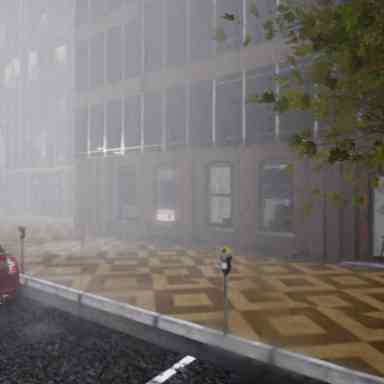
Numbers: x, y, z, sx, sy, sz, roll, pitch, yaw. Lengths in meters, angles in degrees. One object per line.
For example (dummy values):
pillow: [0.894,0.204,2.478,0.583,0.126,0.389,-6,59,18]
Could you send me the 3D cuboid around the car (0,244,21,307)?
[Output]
car: [-5.236,1.383,6.613,4.097,1.590,1.967,1,0,36]
